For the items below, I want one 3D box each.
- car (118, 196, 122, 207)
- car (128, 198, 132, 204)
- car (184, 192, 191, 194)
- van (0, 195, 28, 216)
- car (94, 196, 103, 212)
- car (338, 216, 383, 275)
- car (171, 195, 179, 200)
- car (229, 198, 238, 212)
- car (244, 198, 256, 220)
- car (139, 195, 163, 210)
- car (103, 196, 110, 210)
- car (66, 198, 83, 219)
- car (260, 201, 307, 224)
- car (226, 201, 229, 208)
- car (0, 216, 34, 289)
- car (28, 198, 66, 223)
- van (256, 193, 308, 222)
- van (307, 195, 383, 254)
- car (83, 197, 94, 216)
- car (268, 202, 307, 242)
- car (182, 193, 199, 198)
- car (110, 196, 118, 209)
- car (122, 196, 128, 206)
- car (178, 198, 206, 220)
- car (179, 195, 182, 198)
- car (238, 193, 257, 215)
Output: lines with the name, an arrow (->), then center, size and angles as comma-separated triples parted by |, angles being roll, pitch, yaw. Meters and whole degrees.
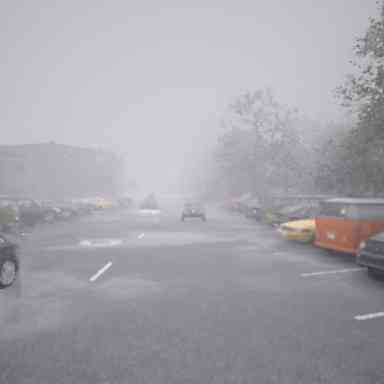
car -> -11.406, 1.354, 40.825 | 4.674, 1.452, 2.002 | -1, 0, -20
car -> -11.398, 1.289, 49.621 | 4.892, 1.521, 2.231 | -1, 0, -20
car -> -0.631, 1.312, 73.357 | 2.097, 1.535, 5.008 | 0, -1, -1
van -> -11.306, 1.162, 17.396 | 4.442, 1.987, 1.878 | -1, 0, -20
car -> -11.416, 1.342, 32.026 | 4.892, 1.521, 2.231 | -1, 0, -20
car -> 6.396, 1.472, 8.484 | 4.674, 1.452, 2.002 | 1, 0, -20
car -> -3.441, 1.498, 90.505 | 2.231, 1.521, 4.892 | 0, 0, -18
car -> 6.434, 1.370, 32.048 | 4.792, 1.488, 2.163 | 1, 0, -20
car -> 6.432, 1.397, 23.213 | 4.792, 1.488, 2.163 | 1, 0, -20
car -> -5.040, 1.396, 39.745 | 1.994, 1.385, 4.181 | 0, 0, 1
car -> -11.407, 1.372, 34.956 | 4.674, 1.452, 2.002 | -1, 0, -20
car -> -11.414, 1.359, 26.153 | 4.892, 1.521, 2.231 | -1, 0, -20
car -> 6.396, 1.390, 17.313 | 4.892, 1.521, 2.231 | 1, 0, -20
car -> 6.387, 1.079, 34.964 | 5.566, 2.045, 2.435 | 1, 0, -20
car -> -5.094, 1.464, 6.209 | 1.837, 1.490, 4.892 | 0, 0, 0
car -> -11.441, 1.243, 23.213 | 4.553, 1.767, 2.185 | -1, 0, -20
van -> 6.513, 1.154, 20.302 | 4.442, 1.987, 1.878 | 1, 0, -20
van -> 6.513, 1.193, 11.466 | 4.442, 1.987, 1.878 | 1, 0, -20
car -> -11.379, 1.378, 29.100 | 4.792, 1.488, 2.163 | -1, 0, -20
car -> 6.229, 1.398, 14.303 | 5.366, 1.575, 1.946 | 1, 1, -20
car -> 0.214, 1.311, 43.574 | 2.128, 1.511, 4.902 | 0, 0, 3
car -> -11.576, 1.322, 37.821 | 5.366, 1.575, 1.946 | -1, 0, -20
car -> -11.410, 1.306, 43.758 | 4.892, 1.521, 2.231 | -1, 0, -20
car -> 0.110, 1.419, 26.267 | 2.033, 1.411, 5.357 | 0, 0, 0
car -> -0.990, 1.113, 79.343 | 2.435, 2.045, 5.566 | 0, -1, -7
car -> 6.380, 1.231, 26.135 | 4.553, 1.767, 2.185 | 1, 0, -20
